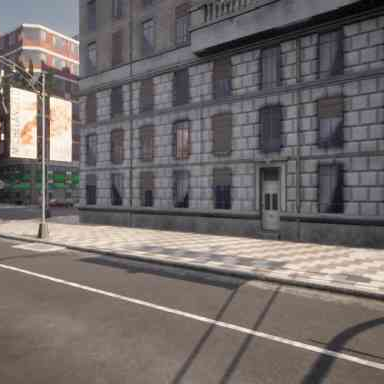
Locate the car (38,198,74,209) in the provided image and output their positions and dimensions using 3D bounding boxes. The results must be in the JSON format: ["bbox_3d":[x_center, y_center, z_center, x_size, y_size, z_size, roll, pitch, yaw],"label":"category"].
[{"bbox_3d":[-18.065,1.526,44.377,1.812,1.442,4.674,0,0,36],"label":"car"}]
